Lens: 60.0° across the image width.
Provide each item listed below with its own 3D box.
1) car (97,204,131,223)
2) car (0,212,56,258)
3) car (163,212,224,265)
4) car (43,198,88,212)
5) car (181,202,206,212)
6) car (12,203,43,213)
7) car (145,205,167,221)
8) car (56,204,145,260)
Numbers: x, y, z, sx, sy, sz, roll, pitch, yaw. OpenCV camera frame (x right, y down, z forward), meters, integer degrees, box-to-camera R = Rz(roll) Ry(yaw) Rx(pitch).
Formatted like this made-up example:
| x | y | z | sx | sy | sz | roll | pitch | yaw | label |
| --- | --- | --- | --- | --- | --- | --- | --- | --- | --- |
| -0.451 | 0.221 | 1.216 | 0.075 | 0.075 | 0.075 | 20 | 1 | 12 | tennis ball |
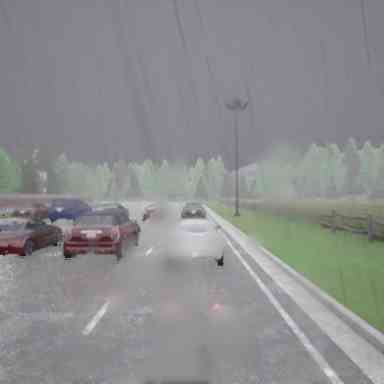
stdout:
| x | y | z | sx | sy | sz | roll | pitch | yaw | label |
| --- | --- | --- | --- | --- | --- | --- | --- | --- | --- |
| -6.866 | 1.863 | 29.683 | 1.837 | 1.490 | 4.892 | 0 | -1 | 0 | car |
| -6.888 | 1.728 | 13.550 | 1.994 | 1.385 | 4.181 | 0 | -1 | 0 | car |
| 0.109 | 1.673 | 12.140 | 1.812 | 1.442 | 4.674 | 0 | -1 | 0 | car |
| -10.366 | 1.567 | 28.699 | 2.150 | 2.045 | 5.566 | 0 | -1 | 0 | car |
| 0.132 | 1.706 | 29.340 | 2.097 | 1.767 | 4.553 | 0 | -1 | 0 | car |
| -13.867 | 1.706 | 29.360 | 2.097 | 1.767 | 4.553 | 0 | -1 | 0 | car |
| -3.364 | 1.895 | 30.625 | 1.812 | 1.442 | 4.674 | 0 | -1 | 0 | car |
| -3.389 | 1.514 | 13.331 | 2.097 | 1.767 | 4.553 | 0 | -1 | 0 | car |
